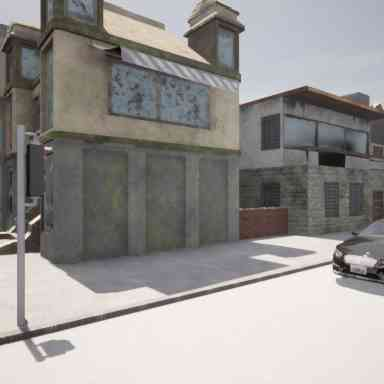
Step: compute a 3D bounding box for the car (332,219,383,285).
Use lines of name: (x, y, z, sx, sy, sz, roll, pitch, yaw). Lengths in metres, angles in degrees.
car: (5.712, 1.488, 9.026, 4.902, 1.511, 2.128, 0, 0, -37)
